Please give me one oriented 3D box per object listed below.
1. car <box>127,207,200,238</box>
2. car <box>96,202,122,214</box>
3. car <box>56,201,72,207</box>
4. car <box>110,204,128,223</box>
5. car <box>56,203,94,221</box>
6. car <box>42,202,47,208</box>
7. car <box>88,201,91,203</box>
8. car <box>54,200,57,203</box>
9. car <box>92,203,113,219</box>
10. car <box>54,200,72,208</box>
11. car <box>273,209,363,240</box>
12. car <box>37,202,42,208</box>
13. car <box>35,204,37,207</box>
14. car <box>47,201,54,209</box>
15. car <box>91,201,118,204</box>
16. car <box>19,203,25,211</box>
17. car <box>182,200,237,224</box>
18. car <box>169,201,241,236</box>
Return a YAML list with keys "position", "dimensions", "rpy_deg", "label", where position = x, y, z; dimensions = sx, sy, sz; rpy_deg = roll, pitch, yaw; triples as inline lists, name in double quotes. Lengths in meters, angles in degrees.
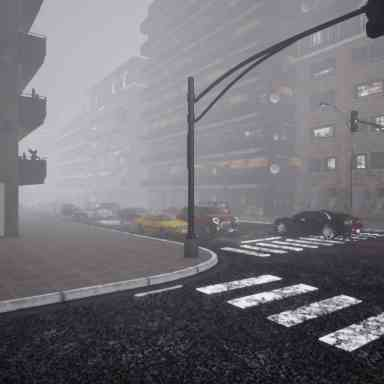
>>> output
- position: [-1.844, 1.833, 19.930]
  dimensions: [1.752, 1.417, 4.829]
  rpy_deg: [-1, 0, -36]
  label: "car"
- position: [-12.431, 2.290, 49.534]
  dimensions: [1.801, 1.575, 5.366]
  rpy_deg: [0, -1, -36]
  label: "car"
- position: [-16.164, 2.333, 44.110]
  dimensions: [1.812, 1.442, 4.674]
  rpy_deg: [0, -1, -36]
  label: "car"
- position: [-4.699, 2.003, 28.280]
  dimensions: [2.033, 1.411, 5.357]
  rpy_deg: [0, -1, -36]
  label: "car"
- position: [-11.938, 2.163, 33.808]
  dimensions: [1.887, 1.381, 4.507]
  rpy_deg: [-1, 0, -36]
  label: "car"
- position: [-31.877, 2.973, 75.406]
  dimensions: [1.947, 1.339, 4.313]
  rpy_deg: [-1, 0, -36]
  label: "car"
- position: [-16.451, 2.307, 54.996]
  dimensions: [2.097, 1.767, 4.553]
  rpy_deg: [0, -1, -36]
  label: "car"
- position: [-25.220, 2.524, 66.246]
  dimensions: [2.192, 1.841, 5.009]
  rpy_deg: [-1, 0, -36]
  label: "car"
- position: [-10.293, 2.228, 35.982]
  dimensions: [1.895, 1.301, 4.718]
  rpy_deg: [0, -1, -36]
  label: "car"
- position: [-21.098, 2.576, 56.260]
  dimensions: [2.033, 1.411, 5.357]
  rpy_deg: [0, -1, -36]
  label: "car"
- position: [6.644, 1.681, 18.129]
  dimensions: [1.837, 1.490, 4.892]
  rpy_deg: [0, -1, -36]
  label: "car"
- position: [-35.210, 3.050, 79.986]
  dimensions: [1.887, 1.381, 4.507]
  rpy_deg: [-1, 0, -36]
  label: "car"
- position: [-38.536, 3.168, 84.569]
  dimensions: [1.947, 1.339, 4.313]
  rpy_deg: [-1, 0, -36]
  label: "car"
- position: [-28.552, 2.623, 70.827]
  dimensions: [2.192, 1.841, 5.009]
  rpy_deg: [-1, 0, -36]
  label: "car"
- position: [-10.566, 2.061, 41.786]
  dimensions: [2.097, 1.767, 4.553]
  rpy_deg: [0, -1, -36]
  label: "car"
- position: [-31.929, 2.770, 61.288]
  dimensions: [1.887, 1.381, 4.507]
  rpy_deg: [-1, 0, -36]
  label: "car"
- position: [1.432, 1.713, 29.608]
  dimensions: [2.192, 1.841, 5.009]
  rpy_deg: [-1, 0, -36]
  label: "car"
- position: [0.885, 1.635, 20.617]
  dimensions: [2.097, 1.767, 4.553]
  rpy_deg: [0, -1, -36]
  label: "car"
